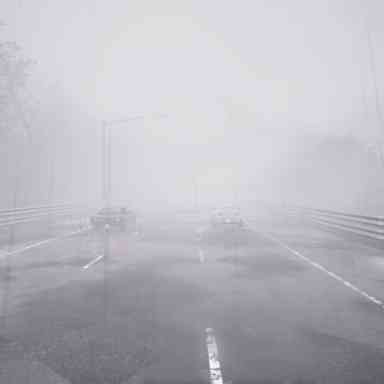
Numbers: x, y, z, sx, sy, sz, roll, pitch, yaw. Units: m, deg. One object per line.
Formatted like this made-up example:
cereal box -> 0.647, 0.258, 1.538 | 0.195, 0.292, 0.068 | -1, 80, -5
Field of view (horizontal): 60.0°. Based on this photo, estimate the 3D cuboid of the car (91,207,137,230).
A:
car -> -4.769, 1.609, 21.121 | 1.895, 1.301, 4.718 | 0, 0, 1

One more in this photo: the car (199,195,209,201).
car -> 2.872, 1.675, 85.870 | 1.895, 1.301, 4.718 | 0, 0, 6

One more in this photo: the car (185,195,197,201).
car -> -0.657, 1.620, 85.767 | 2.033, 1.411, 5.357 | 0, 0, 6

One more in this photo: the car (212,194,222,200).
car -> 6.431, 1.436, 86.264 | 2.097, 1.767, 4.553 | 0, 0, 6

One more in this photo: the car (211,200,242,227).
car -> 2.295, 1.534, 22.615 | 1.812, 1.442, 4.674 | 0, 0, 1
